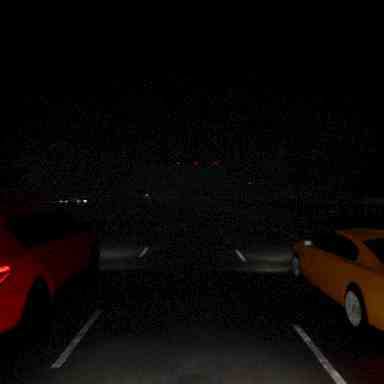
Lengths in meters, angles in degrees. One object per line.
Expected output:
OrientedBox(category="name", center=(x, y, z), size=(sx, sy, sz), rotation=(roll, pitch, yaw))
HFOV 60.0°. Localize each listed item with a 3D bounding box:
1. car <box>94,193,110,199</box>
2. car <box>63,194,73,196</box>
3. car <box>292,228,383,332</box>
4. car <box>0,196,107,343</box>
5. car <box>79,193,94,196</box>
OrientedBox(category="car", center=(-21.553, 1.067, 78.565), size=(2.097, 1.767, 4.553), rotation=(0, 0, 0))
OrientedBox(category="car", center=(-28.534, 1.263, 76.265), size=(2.033, 1.411, 5.357), rotation=(0, 0, 0))
OrientedBox(category="car", center=(3.551, 1.476, 6.850), size=(1.882, 1.535, 5.008), rotation=(0, 0, 0))
OrientedBox(category="car", center=(-3.423, 1.221, 6.554), size=(2.150, 2.045, 5.566), rotation=(0, 0, -2))
OrientedBox(category="car", center=(-25.043, 1.242, 77.448), size=(1.812, 1.442, 4.674), rotation=(0, 0, 0))
